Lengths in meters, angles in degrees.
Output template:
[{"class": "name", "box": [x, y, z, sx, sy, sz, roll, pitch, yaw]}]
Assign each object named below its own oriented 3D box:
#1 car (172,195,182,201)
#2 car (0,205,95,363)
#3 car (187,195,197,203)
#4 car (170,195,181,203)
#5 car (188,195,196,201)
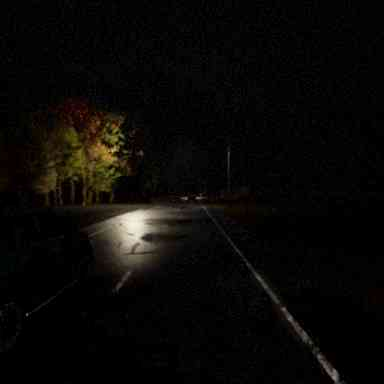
[{"class": "car", "box": [-3.518, 1.393, 79.860, 2.033, 1.411, 5.357, 0, 0, 0]}, {"class": "car", "box": [-3.503, 1.225, 5.983, 2.150, 2.045, 5.566, 0, 0, 0]}, {"class": "car", "box": [-0.015, 1.478, 69.820, 1.837, 1.490, 4.892, 0, 0, 0]}, {"class": "car", "box": [-3.515, 1.479, 69.436, 1.837, 1.490, 4.892, 0, 0, 0]}, {"class": "car", "box": [-0.019, 1.405, 79.860, 1.994, 1.385, 4.181, 0, 0, 0]}]
